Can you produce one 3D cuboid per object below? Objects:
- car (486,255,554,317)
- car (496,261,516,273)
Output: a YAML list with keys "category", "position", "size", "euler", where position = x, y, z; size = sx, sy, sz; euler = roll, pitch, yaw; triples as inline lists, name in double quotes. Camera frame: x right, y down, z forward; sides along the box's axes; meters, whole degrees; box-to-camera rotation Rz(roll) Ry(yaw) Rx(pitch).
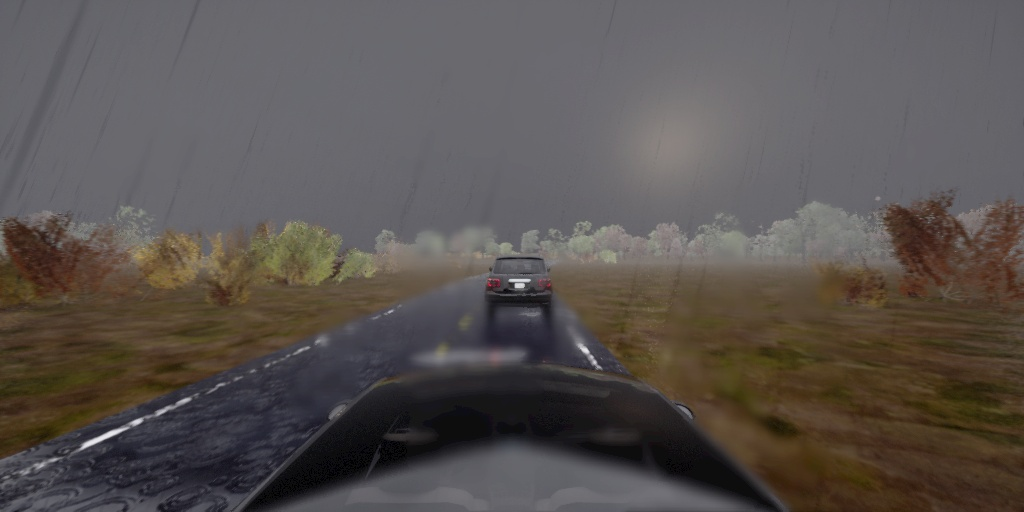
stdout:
- category: "car"
  position: [0.305, 0.972, 13.274]
  size: [2.150, 2.045, 5.566]
  euler: [0, 0, 2]
- category: "car"
  position: [-0.740, 1.314, 45.367]
  size: [1.994, 1.385, 4.181]
  euler: [0, 0, 6]
